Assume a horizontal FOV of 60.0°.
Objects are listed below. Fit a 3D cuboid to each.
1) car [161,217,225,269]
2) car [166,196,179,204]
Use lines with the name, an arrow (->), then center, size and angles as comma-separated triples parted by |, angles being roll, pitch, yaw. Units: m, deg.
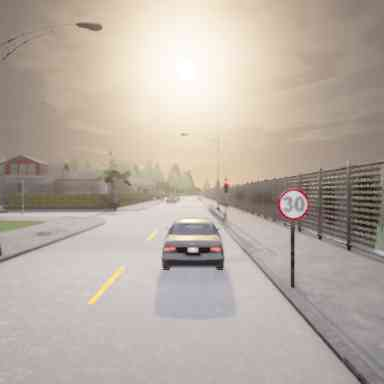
car -> 0.045, 1.549, 11.121 | 2.033, 1.411, 5.357 | 0, 0, 0
car -> -4.012, 1.609, 65.254 | 1.895, 1.301, 4.718 | 0, 0, 0
